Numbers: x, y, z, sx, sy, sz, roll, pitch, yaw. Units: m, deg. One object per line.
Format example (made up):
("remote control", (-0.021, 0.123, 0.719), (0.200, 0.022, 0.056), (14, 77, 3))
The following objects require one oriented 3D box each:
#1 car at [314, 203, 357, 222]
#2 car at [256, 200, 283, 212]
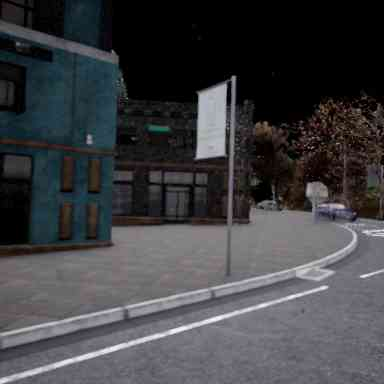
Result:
("car", (11.683, 1.621, 27.462), (1.812, 1.442, 4.674), (2, 0, -2))
("car", (9.740, 1.741, 42.018), (1.994, 1.385, 4.181), (2, -1, -14))
